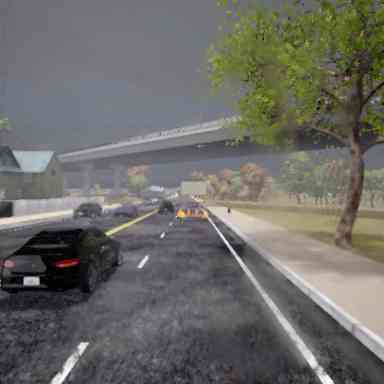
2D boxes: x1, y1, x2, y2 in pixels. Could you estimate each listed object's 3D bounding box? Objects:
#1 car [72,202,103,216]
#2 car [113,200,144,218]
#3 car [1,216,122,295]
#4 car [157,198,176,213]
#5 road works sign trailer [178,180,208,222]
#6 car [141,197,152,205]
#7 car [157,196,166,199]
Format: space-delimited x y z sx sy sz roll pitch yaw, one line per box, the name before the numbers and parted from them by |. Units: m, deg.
car | -9.843 1.784 31.723 1.837 1.490 4.892 0 -1 0
car | -6.589 1.844 33.932 2.033 1.411 5.357 0 -1 0
car | -3.148 1.603 8.828 1.812 1.442 4.674 0 0 0
car | -3.187 1.881 42.869 1.837 1.490 4.892 0 -1 0
road works sign trailer | 0.141 0.715 29.031 2.380 3.560 2.880 0 0 -3
car | -10.002 1.964 73.422 2.097 1.767 4.553 0 -1 -1
car | -6.776 1.804 75.673 2.097 1.767 4.553 0 -1 -1
